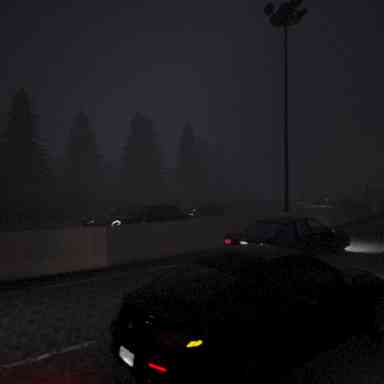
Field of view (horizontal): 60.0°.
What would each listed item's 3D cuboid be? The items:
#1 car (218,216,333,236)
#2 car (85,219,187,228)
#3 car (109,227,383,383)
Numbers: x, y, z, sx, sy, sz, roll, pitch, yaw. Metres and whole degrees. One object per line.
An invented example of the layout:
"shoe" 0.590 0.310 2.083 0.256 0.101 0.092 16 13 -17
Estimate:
"car" 3.339 1.517 11.142 5.357 1.411 2.033 0 0 -41
"car" -2.331 1.345 15.841 4.553 1.767 2.097 0 0 -41
"car" 1.136 1.515 4.871 4.674 1.442 1.812 0 0 -38
